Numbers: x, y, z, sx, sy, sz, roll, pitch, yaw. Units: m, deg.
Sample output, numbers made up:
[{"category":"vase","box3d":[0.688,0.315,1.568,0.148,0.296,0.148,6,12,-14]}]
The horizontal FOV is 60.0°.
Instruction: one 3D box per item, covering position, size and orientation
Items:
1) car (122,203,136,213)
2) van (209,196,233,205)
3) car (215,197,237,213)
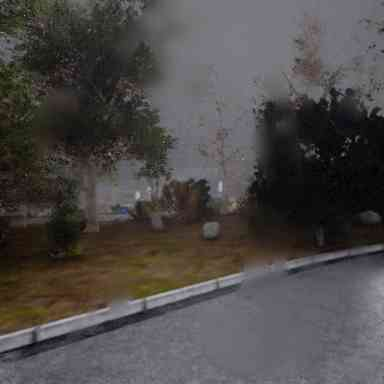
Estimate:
[{"category":"car","box3d":[-8.894,2.765,56.651,4.674,1.452,2.002,-1,-2,-39]},{"category":"van","box3d":[4.104,1.551,40.460,4.442,1.987,1.878,-1,-1,-39]},{"category":"car","box3d":[5.614,1.679,38.083,5.366,1.575,1.946,-1,-1,-39]}]
